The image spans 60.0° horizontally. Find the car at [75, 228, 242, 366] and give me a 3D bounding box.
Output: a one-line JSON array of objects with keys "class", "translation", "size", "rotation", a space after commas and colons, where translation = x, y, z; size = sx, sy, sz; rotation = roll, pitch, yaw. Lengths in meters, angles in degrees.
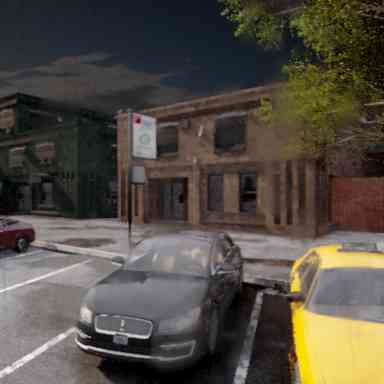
[{"class": "car", "translation": [-0.177, 1.486, 6.223], "size": [2.231, 1.521, 4.892], "rotation": [1, -1, 16]}]

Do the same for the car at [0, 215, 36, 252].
[{"class": "car", "translation": [-7.499, 1.523, 11.456], "size": [2.002, 1.452, 4.674], "rotation": [1, -1, 16]}]

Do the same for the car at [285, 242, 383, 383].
[{"class": "car", "translation": [2.212, 1.480, 4.294], "size": [1.946, 1.575, 5.366], "rotation": [1, -1, 16]}]
